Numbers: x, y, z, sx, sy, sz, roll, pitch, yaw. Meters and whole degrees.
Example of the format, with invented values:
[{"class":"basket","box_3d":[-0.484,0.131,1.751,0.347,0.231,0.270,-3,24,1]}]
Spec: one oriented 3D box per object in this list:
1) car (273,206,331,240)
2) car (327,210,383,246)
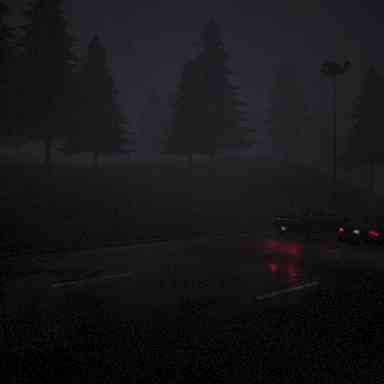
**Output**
[{"class":"car","box_3d":[6.248,1.492,16.924,4.902,1.511,2.128,0,0,-35]},{"class":"car","box_3d":[8.281,1.560,14.075,5.357,1.411,2.033,0,0,-35]}]
